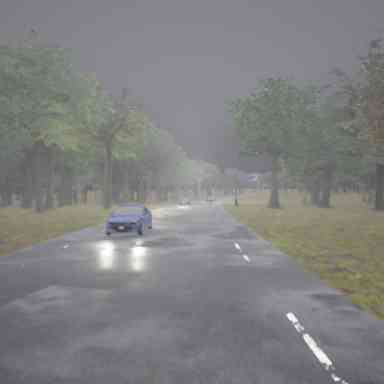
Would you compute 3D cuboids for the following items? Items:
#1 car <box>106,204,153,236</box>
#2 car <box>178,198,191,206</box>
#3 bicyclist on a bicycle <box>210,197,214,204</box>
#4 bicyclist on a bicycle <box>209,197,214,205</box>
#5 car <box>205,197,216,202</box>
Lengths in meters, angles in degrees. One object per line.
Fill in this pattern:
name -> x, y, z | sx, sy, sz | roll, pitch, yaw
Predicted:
car -> -3.358, 1.467, 18.582 | 1.882, 1.535, 5.008 | 0, 0, 1
car -> -1.314, 1.775, 60.332 | 2.128, 1.511, 4.902 | 0, -1, 5
bicyclist on a bicycle -> 4.535, 1.901, 76.338 | 0.866, 1.612, 1.509 | 0, -1, 5
bicyclist on a bicycle -> 3.770, 1.804, 67.652 | 0.866, 1.612, 1.509 | 0, -1, 5
car -> 4.609, 2.056, 87.450 | 1.895, 1.301, 4.718 | 0, -1, 6
